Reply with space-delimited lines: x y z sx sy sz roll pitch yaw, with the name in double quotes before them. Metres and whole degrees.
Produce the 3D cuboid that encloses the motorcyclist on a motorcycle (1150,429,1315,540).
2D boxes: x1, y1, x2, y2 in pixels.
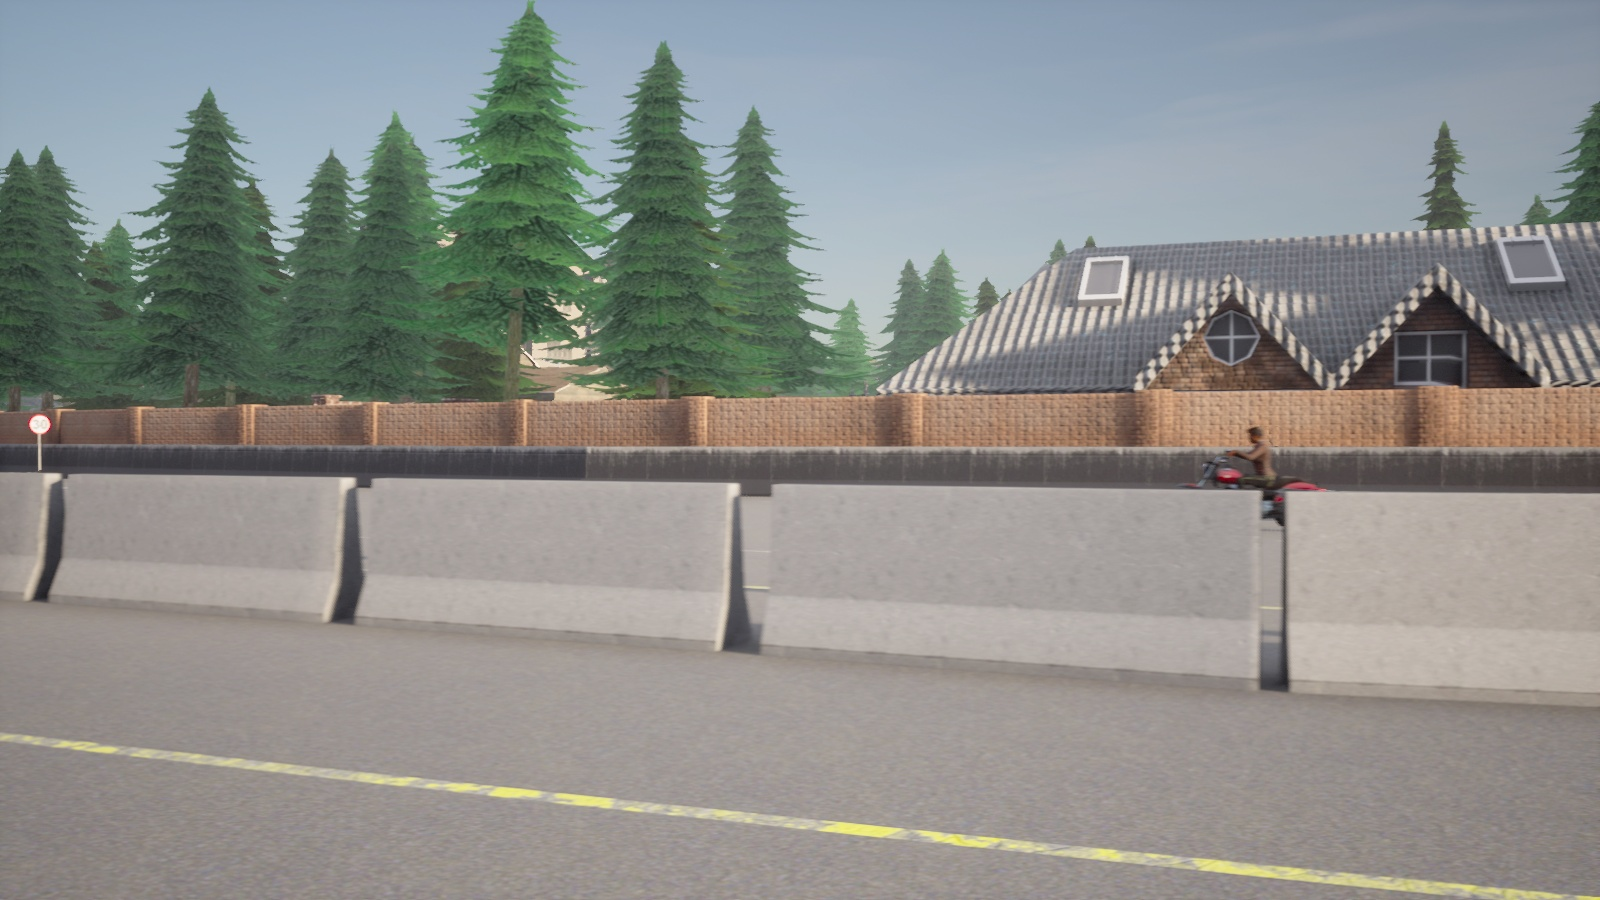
"motorcyclist on a motorcycle" 6.638 0.499 19.367 2.350 1.649 0.766 0 0 18
